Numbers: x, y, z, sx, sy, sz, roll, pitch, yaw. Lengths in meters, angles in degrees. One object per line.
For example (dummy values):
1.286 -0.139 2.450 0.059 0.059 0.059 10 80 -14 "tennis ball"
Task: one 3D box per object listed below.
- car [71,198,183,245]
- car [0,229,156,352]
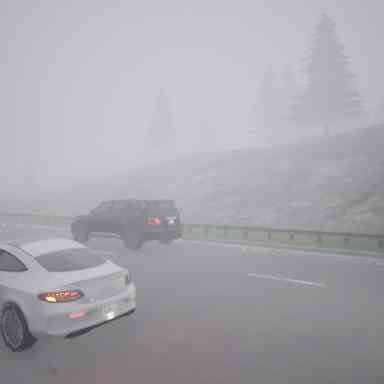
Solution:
-2.991 1.292 14.735 5.566 2.045 2.150 0 0 36 "car"
-3.070 1.565 6.193 4.674 1.442 1.812 0 0 36 "car"
